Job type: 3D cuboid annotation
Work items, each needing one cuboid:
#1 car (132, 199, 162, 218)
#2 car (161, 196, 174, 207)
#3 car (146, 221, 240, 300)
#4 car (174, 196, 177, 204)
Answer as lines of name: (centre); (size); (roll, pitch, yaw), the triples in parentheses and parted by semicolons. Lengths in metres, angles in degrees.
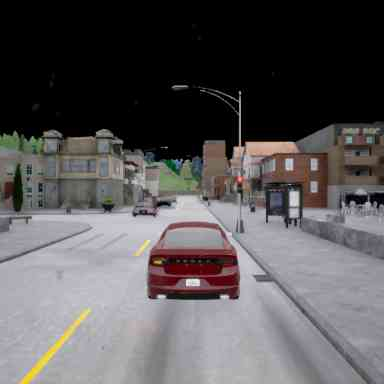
car: (-4.101, 1.564, 30.017); (1.994, 1.385, 4.181); (0, 0, 0)
car: (-4.100, 1.601, 49.752); (1.895, 1.301, 4.718); (0, 0, 0)
car: (0.049, 1.478, 8.455); (1.882, 1.535, 5.008); (0, 0, 1)
car: (-4.034, 1.507, 66.413); (1.837, 1.490, 4.892); (0, -1, 1)
